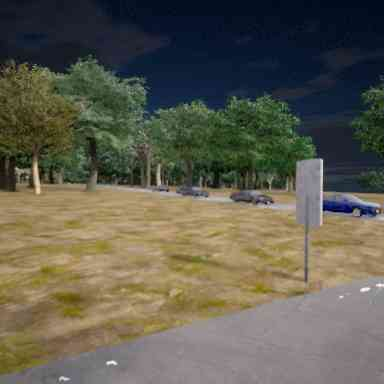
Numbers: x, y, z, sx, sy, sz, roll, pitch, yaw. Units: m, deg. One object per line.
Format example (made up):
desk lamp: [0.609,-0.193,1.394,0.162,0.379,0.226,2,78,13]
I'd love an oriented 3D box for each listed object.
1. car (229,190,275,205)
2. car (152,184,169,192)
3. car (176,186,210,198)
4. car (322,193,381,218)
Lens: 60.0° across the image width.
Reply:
car: [5.919,0.505,33.468,2.033,1.411,5.357,2,2,-29]
car: [-5.786,-0.708,61.345,1.994,1.385,4.181,1,2,-29]
car: [0.315,0.004,43.744,2.033,1.411,5.357,1,2,-29]
car: [11.049,0.897,24.112,1.882,1.535,5.008,1,2,-29]
